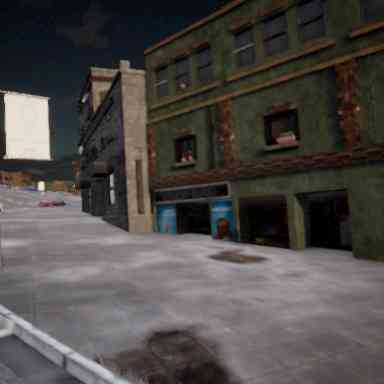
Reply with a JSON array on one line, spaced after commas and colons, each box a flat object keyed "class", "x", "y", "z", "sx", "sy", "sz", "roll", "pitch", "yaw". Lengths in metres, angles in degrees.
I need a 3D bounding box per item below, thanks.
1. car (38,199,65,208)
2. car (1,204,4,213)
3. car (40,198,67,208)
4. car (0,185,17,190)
[{"class": "car", "x": -23.294, "y": 1.848, "z": 54.589, "sx": 1.812, "sy": 1.442, "sz": 4.674, "roll": -4, "pitch": -1, "yaw": 13}, {"class": "car", "x": -21.745, "y": 1.626, "z": 35.376, "sx": 1.882, "sy": 1.535, "sz": 5.008, "roll": -3, "pitch": 0, "yaw": -11}, {"class": "car", "x": -25.459, "y": 2.049, "z": 61.390, "sx": 1.882, "sy": 1.535, "sz": 5.008, "roll": -4, "pitch": -1, "yaw": 12}, {"class": "car", "x": -46.283, "y": -0.861, "z": 81.857, "sx": 2.231, "sy": 1.521, "sz": 4.892, "roll": -4, "pitch": -3, "yaw": 6}]
